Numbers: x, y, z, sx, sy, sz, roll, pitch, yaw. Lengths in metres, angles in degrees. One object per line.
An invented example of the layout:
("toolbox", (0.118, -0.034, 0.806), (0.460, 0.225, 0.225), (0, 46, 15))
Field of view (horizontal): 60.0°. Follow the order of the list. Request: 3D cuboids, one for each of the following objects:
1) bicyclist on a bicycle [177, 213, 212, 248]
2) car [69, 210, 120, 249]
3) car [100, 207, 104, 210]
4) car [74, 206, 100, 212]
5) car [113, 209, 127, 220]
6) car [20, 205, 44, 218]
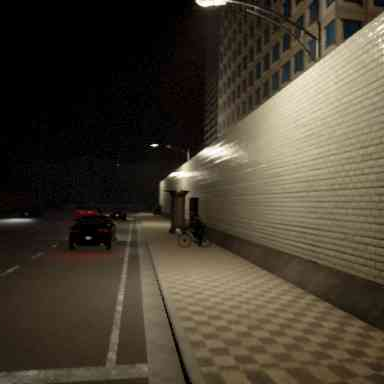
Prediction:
("bicyclist on a bicycle", (0.138, 1.836, 15.748), (1.656, 1.620, 0.582), (1, -2, -10))
("car", (-4.952, 1.931, 16.996), (1.882, 1.535, 5.008), (2, -2, -10))
("car", (-14.055, 2.818, 48.415), (1.837, 1.490, 4.892), (2, -2, -10))
("car", (-12.213, 2.355, 38.115), (2.097, 1.767, 4.553), (2, -2, -9))
("car", (-9.134, 2.745, 41.098), (1.994, 1.385, 4.181), (2, -2, -10))
("car", (-20.003, 2.434, 41.757), (2.128, 1.511, 4.902), (2, -2, -10))
